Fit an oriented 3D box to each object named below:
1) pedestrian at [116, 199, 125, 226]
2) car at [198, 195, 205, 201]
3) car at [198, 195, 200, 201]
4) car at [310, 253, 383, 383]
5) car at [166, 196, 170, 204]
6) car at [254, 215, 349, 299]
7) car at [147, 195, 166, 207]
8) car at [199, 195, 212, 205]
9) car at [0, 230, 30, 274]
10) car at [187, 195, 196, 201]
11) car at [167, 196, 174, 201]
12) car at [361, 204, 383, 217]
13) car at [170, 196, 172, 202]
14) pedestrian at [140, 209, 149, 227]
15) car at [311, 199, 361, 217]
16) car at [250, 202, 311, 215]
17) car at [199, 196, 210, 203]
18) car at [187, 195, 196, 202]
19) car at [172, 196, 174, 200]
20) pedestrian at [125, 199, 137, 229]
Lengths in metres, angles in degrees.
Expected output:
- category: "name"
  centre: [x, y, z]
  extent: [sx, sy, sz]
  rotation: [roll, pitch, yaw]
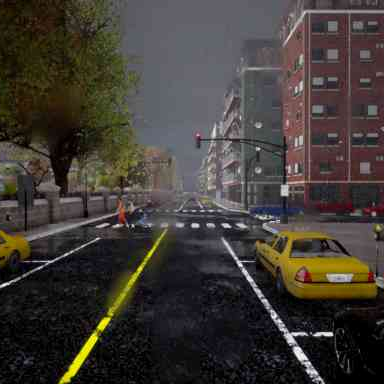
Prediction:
- category: "pedestrian"
  centre: [-4.588, 1.298, 21.556]
  extent: [0.375, 1.860, 0.375]
  rotation: [0, 0, 0]
- category: "car"
  centre: [2.571, 1.606, 90.492]
  extent: [1.887, 1.381, 4.507]
  rotation: [0, 0, 0]
- category: "car"
  centre: [2.606, 1.575, 62.816]
  extent: [1.887, 1.381, 4.507]
  rotation: [0, 0, 0]
- category: "car"
  centre: [2.685, 1.566, 2.549]
  extent: [1.947, 1.339, 4.313]
  rotation: [0, 0, 0]
- category: "car"
  centre: [-5.775, 1.470, 62.805]
  extent: [1.967, 1.590, 4.097]
  rotation: [0, 0, 0]
- category: "car"
  centre: [2.677, 1.526, 8.350]
  extent: [1.752, 1.417, 4.829]
  rotation: [0, 0, 0]
- category: "car"
  centre: [-5.761, 1.335, 51.735]
  extent: [2.192, 1.841, 5.009]
  rotation: [0, 0, 0]
- category: "car"
  centre: [2.613, 1.550, 57.451]
  extent: [1.752, 1.417, 4.829]
  rotation: [0, 0, 0]
- category: "car"
  centre: [-5.703, 1.526, 7.998]
  extent: [1.752, 1.417, 4.829]
  rotation: [0, 0, 0]
- category: "car"
  centre: [-0.112, 1.495, 87.479]
  extent: [2.128, 1.511, 4.902]
  rotation: [0, 0, 0]
- category: "car"
  centre: [-5.809, 1.643, 90.481]
  extent: [1.802, 1.307, 4.206]
  rotation: [0, 0, 0]
- category: "car"
  centre: [20.260, 1.931, 35.210]
  extent: [4.507, 1.381, 1.887]
  rotation: [1, -1, 0]
- category: "car"
  centre: [-5.781, 1.581, 68.340]
  extent: [1.887, 1.381, 4.507]
  rotation: [0, 0, 0]
- category: "pedestrian"
  centre: [-2.999, 1.578, 20.959]
  extent: [0.375, 1.300, 0.375]
  rotation: [0, 0, 0]
- category: "car"
  centre: [14.570, 1.598, 35.188]
  extent: [5.009, 1.841, 2.192]
  rotation: [1, -1, 0]
- category: "car"
  centre: [8.467, 1.711, 32.908]
  extent: [5.357, 1.411, 2.033]
  rotation: [2, 0, 5]
- category: "car"
  centre: [2.599, 1.587, 68.352]
  extent: [2.008, 1.369, 4.403]
  rotation: [0, 0, 0]
- category: "car"
  centre: [-0.098, 1.592, 77.468]
  extent: [1.994, 1.385, 4.181]
  rotation: [0, 0, 0]
- category: "car"
  centre: [-5.795, 1.630, 79.410]
  extent: [1.802, 1.307, 4.206]
  rotation: [0, 0, 0]
- category: "pedestrian"
  centre: [-3.732, 1.298, 20.357]
  extent: [0.375, 1.860, 0.375]
  rotation: [0, 0, 0]
